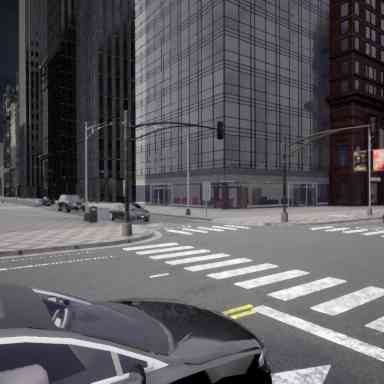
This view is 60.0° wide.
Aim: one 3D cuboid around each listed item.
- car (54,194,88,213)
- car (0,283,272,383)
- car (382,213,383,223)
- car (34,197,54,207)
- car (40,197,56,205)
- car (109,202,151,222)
[{"bbox_3d":[-13.937,1.309,38.683,2.150,2.045,5.566,0,0,-35],"label":"car"},{"bbox_3d":[-1.475,1.491,2.386,4.902,1.511,2.128,0,0,-36],"label":"car"},{"bbox_3d":[14.773,1.357,22.374,4.553,1.767,2.097,0,0,-36],"label":"car"},{"bbox_3d":[-23.711,1.693,52.611,1.994,1.385,4.181,0,0,-35],"label":"car"},{"bbox_3d":[-27.607,1.651,63.487,1.837,1.490,4.892,0,0,-35],"label":"car"},{"bbox_3d":[-4.972,1.554,26.040,1.837,1.490,4.892,0,0,-35],"label":"car"}]
